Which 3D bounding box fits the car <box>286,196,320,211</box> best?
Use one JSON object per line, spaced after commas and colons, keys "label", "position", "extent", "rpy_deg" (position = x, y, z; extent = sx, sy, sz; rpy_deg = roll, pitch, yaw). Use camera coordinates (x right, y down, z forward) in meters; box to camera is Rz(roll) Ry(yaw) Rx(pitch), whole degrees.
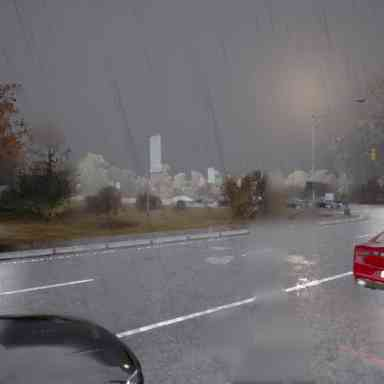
{"label": "car", "position": [11.153, 1.277, 37.188], "extent": [2.128, 1.511, 4.902], "rpy_deg": [-1, 0, -39]}

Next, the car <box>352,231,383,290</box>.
{"label": "car", "position": [5.815, 1.445, 7.879], "extent": [5.008, 1.535, 1.882], "rpy_deg": [0, 0, -35]}

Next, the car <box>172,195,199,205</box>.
{"label": "car", "position": [-1.425, 1.322, 52.922], "extent": [1.812, 1.442, 4.674], "rpy_deg": [-1, 0, -38]}

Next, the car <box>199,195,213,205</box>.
{"label": "car", "position": [1.583, 1.257, 54.765], "extent": [2.128, 1.511, 4.902], "rpy_deg": [-1, 0, -39]}

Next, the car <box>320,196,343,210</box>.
{"label": "car", "position": [14.767, 1.247, 38.287], "extent": [2.128, 1.511, 4.902], "rpy_deg": [-1, 0, -39]}

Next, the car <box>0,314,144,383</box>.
{"label": "car", "position": [-2.610, 1.492, 1.867], "extent": [4.902, 1.511, 2.128], "rpy_deg": [0, 0, -36]}

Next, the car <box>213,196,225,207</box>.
{"label": "car", "position": [5.456, 1.143, 44.308], "extent": [2.097, 1.767, 4.553], "rpy_deg": [-1, 0, -39]}
